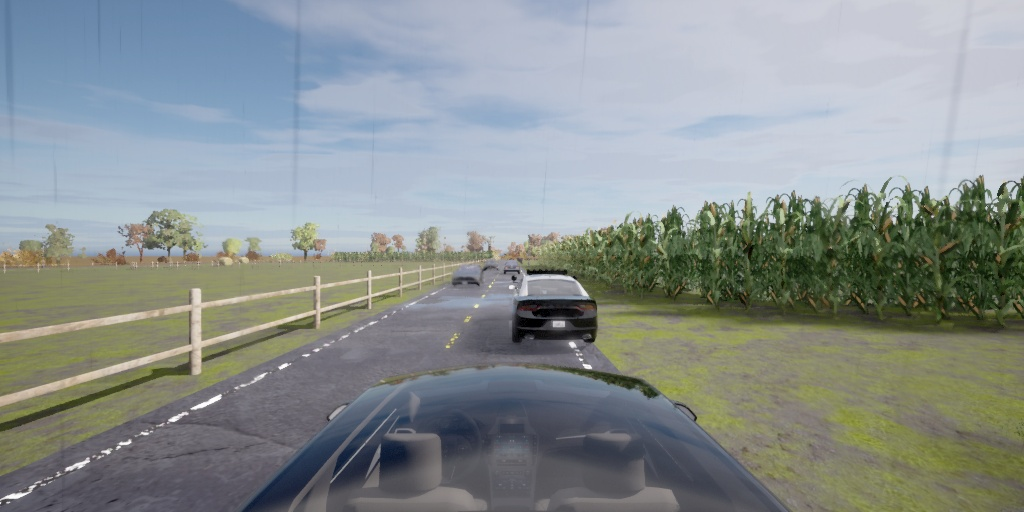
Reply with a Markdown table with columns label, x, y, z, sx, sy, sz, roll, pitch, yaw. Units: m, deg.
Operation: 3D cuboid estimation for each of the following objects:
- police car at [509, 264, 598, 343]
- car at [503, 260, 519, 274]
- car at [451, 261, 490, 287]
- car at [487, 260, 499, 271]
| label | x | y | z | sx | sy | sz | roll | pitch | yaw |
| --- | --- | --- | --- | --- | --- | --- | --- | --- | --- |
| police car | 0.942 | 1.175 | 9.840 | 1.930 | 1.638 | 5.238 | 0 | 0 | 0 |
| car | -0.017 | 1.298 | 40.681 | 2.033 | 1.411 | 5.357 | 0 | 0 | 0 |
| car | -2.912 | 1.297 | 24.784 | 2.033 | 1.411 | 5.357 | 0 | 0 | 0 |
| car | -2.880 | 1.257 | 50.303 | 1.837 | 1.490 | 4.892 | 0 | 0 | 0 |
